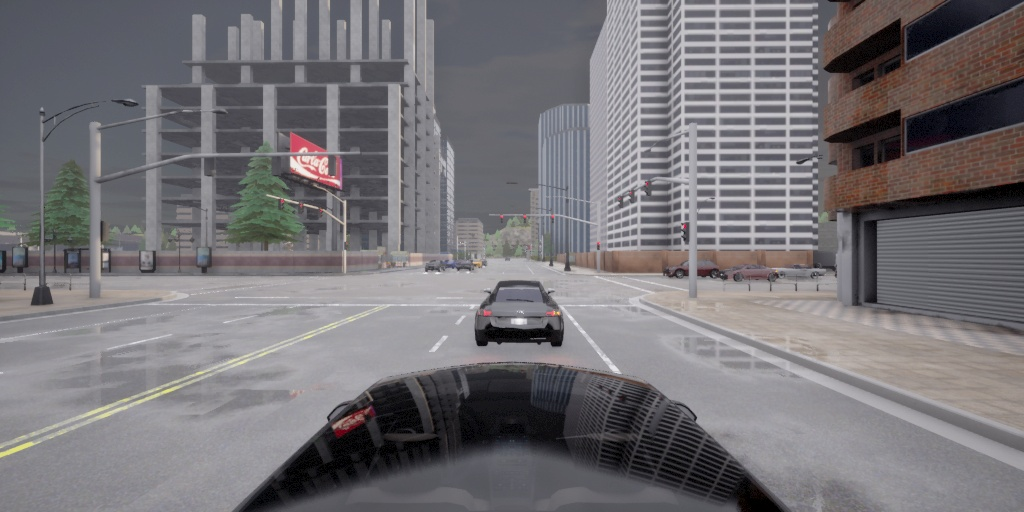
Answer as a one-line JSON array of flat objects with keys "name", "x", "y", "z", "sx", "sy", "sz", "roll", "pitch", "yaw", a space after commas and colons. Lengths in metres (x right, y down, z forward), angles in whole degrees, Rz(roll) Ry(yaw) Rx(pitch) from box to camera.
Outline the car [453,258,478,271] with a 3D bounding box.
[{"name": "car", "x": -6.269, "y": 1.297, "z": 49.073, "sx": 2.033, "sy": 1.411, "sz": 5.357, "roll": 0, "pitch": 0, "yaw": 1}]

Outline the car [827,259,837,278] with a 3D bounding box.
[{"name": "car", "x": 28.691, "y": 1.228, "z": 28.597, "sx": 5.008, "sy": 1.535, "sz": 1.882, "roll": 0, "pitch": 0, "yaw": 1}]

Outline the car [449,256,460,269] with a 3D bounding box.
[{"name": "car", "x": -9.641, "y": 1.227, "z": 55.685, "sx": 1.882, "sy": 1.535, "sz": 5.008, "roll": 0, "pitch": 0, "yaw": 1}]

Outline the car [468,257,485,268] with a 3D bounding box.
[{"name": "car", "x": -6.066, "y": 1.227, "z": 59.381, "sx": 1.882, "sy": 1.535, "sz": 5.008, "roll": 0, "pitch": 0, "yaw": 1}]

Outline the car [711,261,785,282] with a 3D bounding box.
[{"name": "car", "x": 18.805, "y": 1.314, "z": 28.738, "sx": 4.181, "sy": 1.385, "sz": 1.994, "roll": 0, "pitch": 0, "yaw": 1}]

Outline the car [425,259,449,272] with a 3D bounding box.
[{"name": "car", "x": -9.820, "y": 1.255, "z": 46.191, "sx": 1.837, "sy": 1.490, "sz": 4.892, "roll": 0, "pitch": 0, "yaw": 1}]

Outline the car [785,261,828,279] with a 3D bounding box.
[{"name": "car", "x": 25.074, "y": 1.351, "z": 32.153, "sx": 4.718, "sy": 1.301, "sz": 1.895, "roll": 0, "pitch": 0, "yaw": 1}]

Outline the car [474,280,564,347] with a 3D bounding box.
[{"name": "car", "x": 0.192, "y": 1.314, "z": 9.372, "sx": 1.994, "sy": 1.385, "sz": 4.181, "roll": 0, "pitch": 0, "yaw": 1}]

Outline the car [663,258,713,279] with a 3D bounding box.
[{"name": "car", "x": 16.081, "y": 1.102, "z": 32.273, "sx": 4.553, "sy": 1.767, "sz": 2.097, "roll": 0, "pitch": 0, "yaw": 1}]
